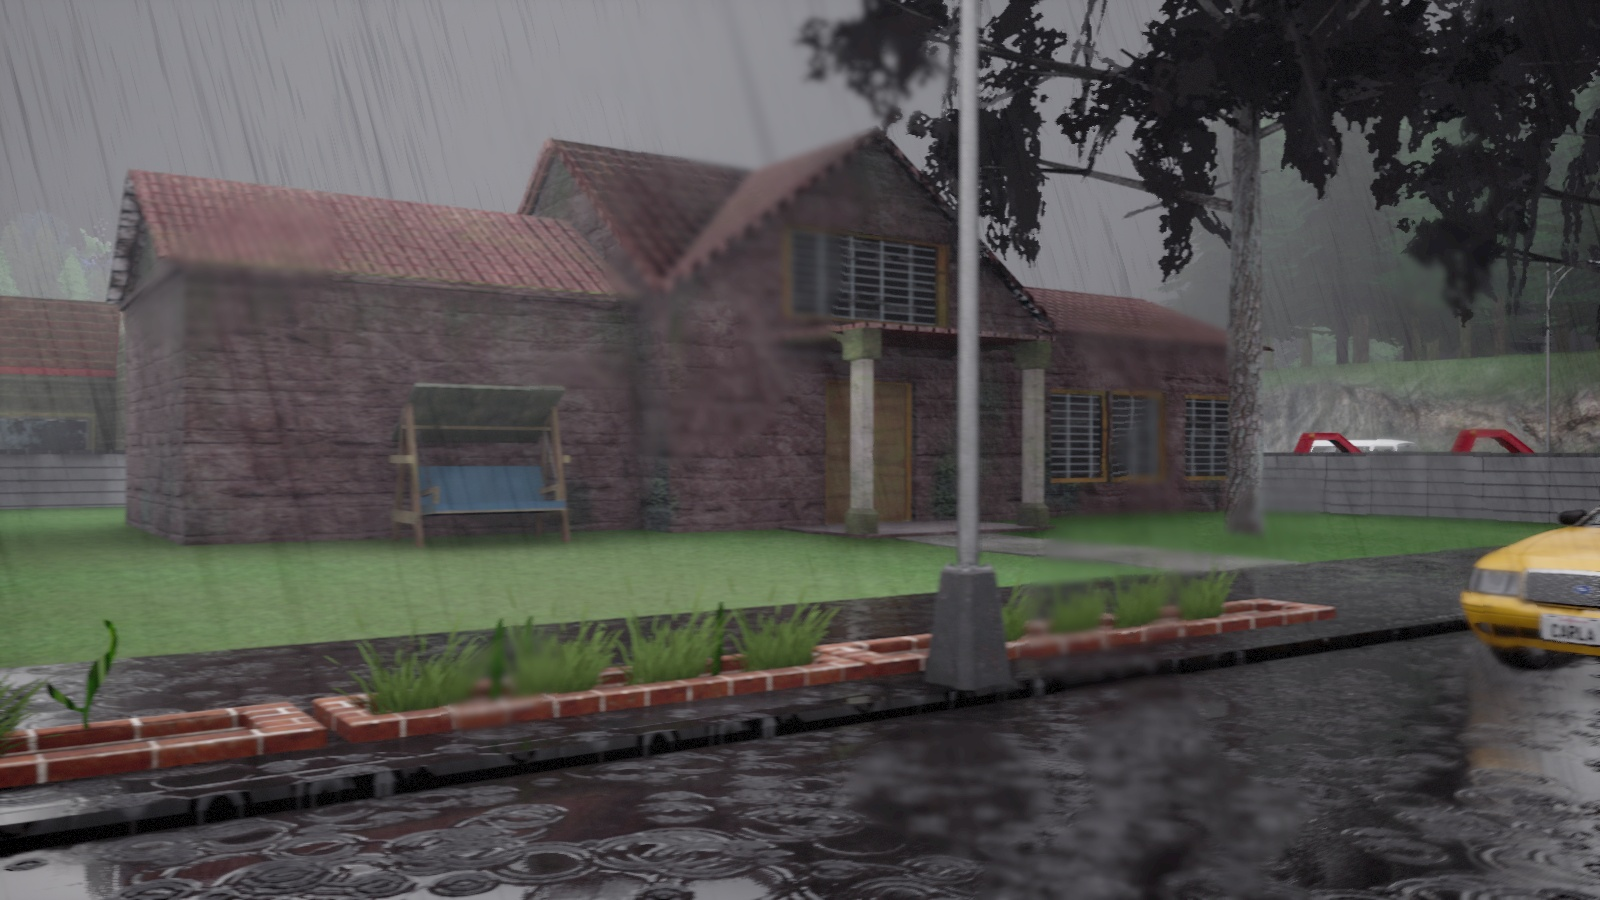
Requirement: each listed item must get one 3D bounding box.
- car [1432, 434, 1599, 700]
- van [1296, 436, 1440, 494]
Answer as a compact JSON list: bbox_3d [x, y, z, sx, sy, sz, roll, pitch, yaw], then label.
[{"bbox_3d":[6.881,0.691,9.058,5.366,1.575,1.801,0,0,-35],"label":"car"},{"bbox_3d":[21.155,0.538,46.915,2.069,2.038,4.480,0,0,-35],"label":"van"}]
